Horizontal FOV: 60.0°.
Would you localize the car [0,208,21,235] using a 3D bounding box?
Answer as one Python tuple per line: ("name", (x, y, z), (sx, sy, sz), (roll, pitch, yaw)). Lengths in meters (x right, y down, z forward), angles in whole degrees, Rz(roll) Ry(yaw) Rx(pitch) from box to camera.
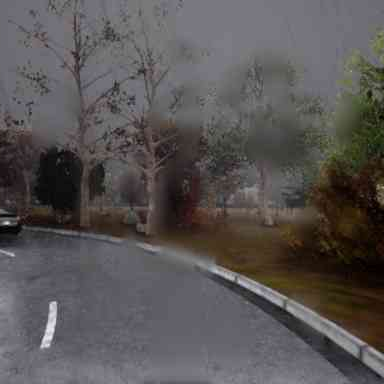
("car", (-9.894, 1.245, 15.142), (4.181, 1.385, 1.994), (2, -1, 22))
